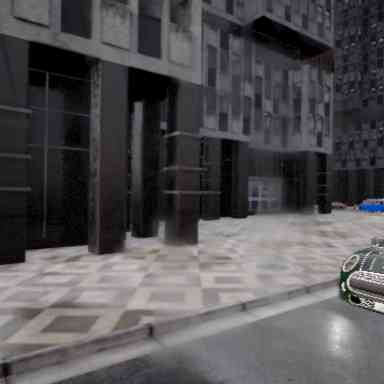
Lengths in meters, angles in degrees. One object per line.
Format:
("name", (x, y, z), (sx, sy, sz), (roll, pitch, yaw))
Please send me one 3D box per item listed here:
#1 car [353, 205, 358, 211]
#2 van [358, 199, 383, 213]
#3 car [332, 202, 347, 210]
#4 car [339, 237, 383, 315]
("car", (26.688, 2.199, 50.236), (2.008, 1.369, 4.403), (1, -1, -35))
("van", (23.023, 1.800, 40.688), (1.690, 1.788, 3.998), (1, -1, -35))
("car", (23.413, 2.269, 54.839), (1.802, 1.307, 4.206), (1, -1, -35))
("car", (5.134, 1.426, 7.037), (4.553, 1.767, 2.097), (1, 0, -35))
